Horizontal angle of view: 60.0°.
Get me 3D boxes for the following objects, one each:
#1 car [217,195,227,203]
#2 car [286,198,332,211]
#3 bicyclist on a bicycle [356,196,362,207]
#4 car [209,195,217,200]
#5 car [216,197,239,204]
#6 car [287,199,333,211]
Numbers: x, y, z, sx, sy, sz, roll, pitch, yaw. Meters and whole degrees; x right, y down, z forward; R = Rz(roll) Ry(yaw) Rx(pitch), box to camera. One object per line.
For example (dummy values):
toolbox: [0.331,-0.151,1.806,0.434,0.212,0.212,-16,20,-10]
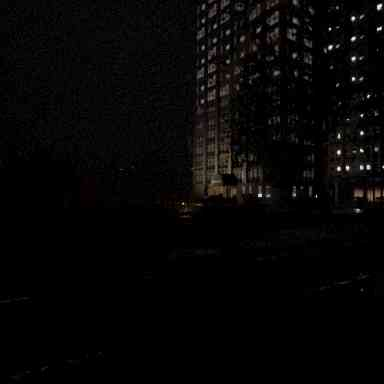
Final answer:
car: [4.194,1.305,63.468,2.097,1.767,4.553,1,0,-34]
car: [14.621,1.487,41.899,2.033,1.411,5.357,1,0,-34]
bicyclist on a bicycle: [23.889,1.397,47.577,1.656,1.620,0.582,1,0,-34]
car: [1.721,1.399,61.224,2.128,1.511,4.902,1,-1,-33]
car: [6.856,1.601,65.327,1.895,1.301,4.718,1,0,-34]
car: [13.519,1.402,37.710,1.837,1.490,4.892,1,0,-34]
